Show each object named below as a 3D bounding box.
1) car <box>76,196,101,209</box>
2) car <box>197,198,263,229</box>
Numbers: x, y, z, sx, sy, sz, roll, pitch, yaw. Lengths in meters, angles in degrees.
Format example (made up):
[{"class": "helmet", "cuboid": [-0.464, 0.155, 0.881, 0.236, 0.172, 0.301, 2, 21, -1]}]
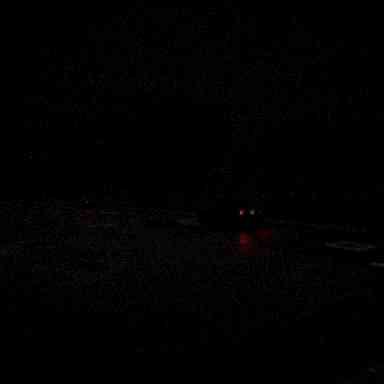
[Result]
[{"class": "car", "cuboid": [-13.559, 1.249, 43.398, 2.097, 1.767, 4.553, -2, 1, -35]}, {"class": "car", "cuboid": [2.285, 1.235, 21.143, 2.097, 1.767, 4.553, -2, 1, -35]}]
